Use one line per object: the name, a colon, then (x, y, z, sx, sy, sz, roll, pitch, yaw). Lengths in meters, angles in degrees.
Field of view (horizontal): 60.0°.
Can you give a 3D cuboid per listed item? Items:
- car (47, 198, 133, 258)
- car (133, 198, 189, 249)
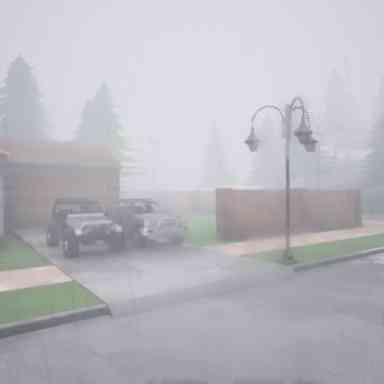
car: (-3.944, 1.169, 12.039, 1.905, 1.878, 3.866, 0, 0, -36)
car: (-2.127, 1.163, 13.820, 1.932, 1.855, 4.605, 0, 0, -36)
